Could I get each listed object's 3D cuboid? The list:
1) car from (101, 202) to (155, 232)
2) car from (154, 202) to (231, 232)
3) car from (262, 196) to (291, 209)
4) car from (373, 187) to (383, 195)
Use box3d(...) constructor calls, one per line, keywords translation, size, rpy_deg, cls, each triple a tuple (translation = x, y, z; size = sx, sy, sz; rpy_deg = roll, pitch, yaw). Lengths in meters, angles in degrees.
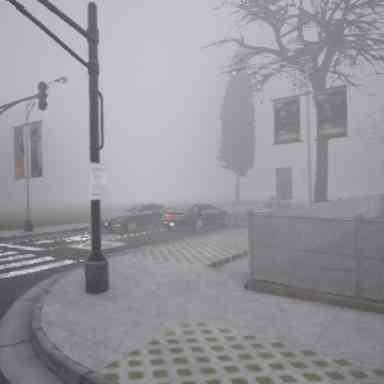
box3d(translation=(-3.067, 1.392, 19.280), size=(1.837, 1.490, 4.892), rpy_deg=(-2, 0, 36), cls="car")
box3d(translation=(0.400, 1.305, 18.366), size=(1.837, 1.490, 4.892), rpy_deg=(-2, 0, 36), cls="car")
box3d(translation=(9.247, 1.156, 36.409), size=(1.994, 1.385, 4.181), rpy_deg=(-2, 0, 36), cls="car")
box3d(translation=(45.735, -0.019, 81.553), size=(1.895, 1.301, 4.718), rpy_deg=(-2, 0, 36), cls="car")
